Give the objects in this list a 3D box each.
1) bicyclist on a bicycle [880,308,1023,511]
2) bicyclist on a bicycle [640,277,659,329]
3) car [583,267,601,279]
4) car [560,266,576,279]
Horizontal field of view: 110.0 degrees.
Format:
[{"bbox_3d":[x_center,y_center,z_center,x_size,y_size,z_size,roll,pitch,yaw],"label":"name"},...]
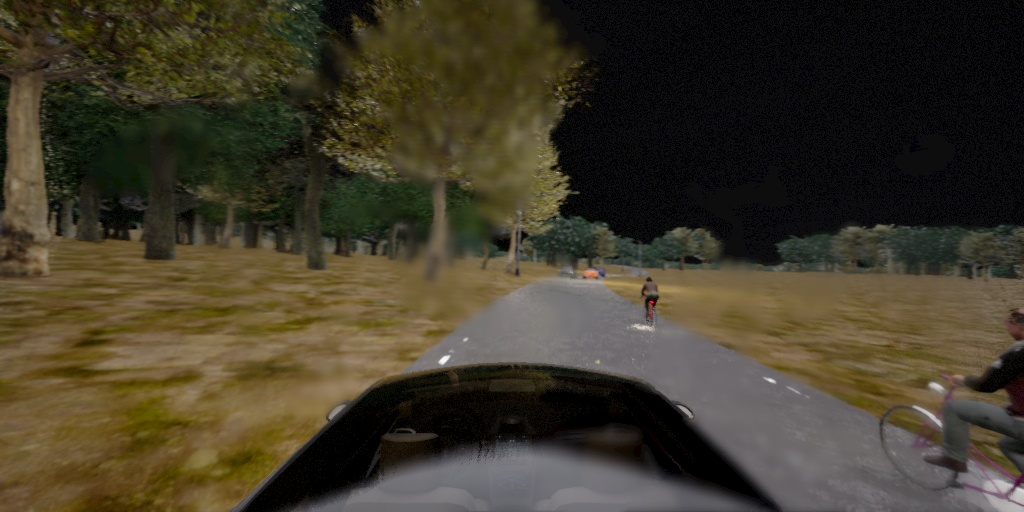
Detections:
[{"bbox_3d":[3.794,1.275,2.835,0.659,1.776,1.843,2,-1,4],"label":"bicyclist on a bicycle"},{"bbox_3d":[4.537,1.521,11.820,0.582,1.620,1.656,2,-1,6],"label":"bicyclist on a bicycle"},{"bbox_3d":[12.452,2.672,56.436,2.097,1.767,4.553,2,-2,16],"label":"car"},{"bbox_3d":[8.497,2.453,54.191,2.097,1.767,4.553,2,-2,16],"label":"car"}]
